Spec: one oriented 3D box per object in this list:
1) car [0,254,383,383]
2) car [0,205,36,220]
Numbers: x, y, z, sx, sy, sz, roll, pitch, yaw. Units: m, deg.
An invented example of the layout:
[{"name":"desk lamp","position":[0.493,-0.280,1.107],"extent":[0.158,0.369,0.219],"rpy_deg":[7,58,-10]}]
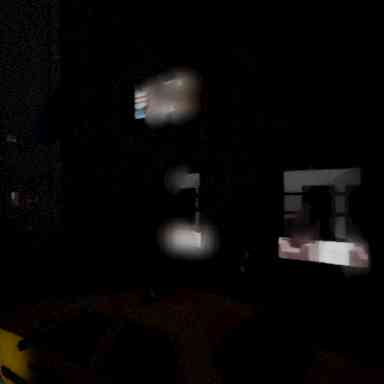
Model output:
[{"name":"car","position":[-0.505,1.524,3.238],"extent":[4.829,1.417,1.752],"rpy_deg":[0,0,36]},{"name":"car","position":[-16.235,1.811,29.145],"extent":[1.752,1.417,4.829],"rpy_deg":[-1,-2,35]}]
